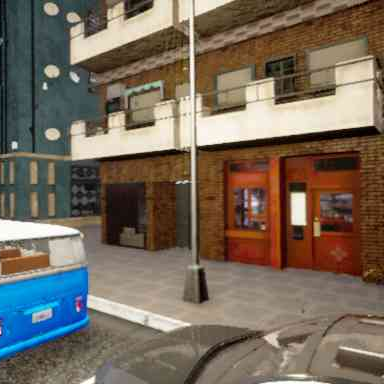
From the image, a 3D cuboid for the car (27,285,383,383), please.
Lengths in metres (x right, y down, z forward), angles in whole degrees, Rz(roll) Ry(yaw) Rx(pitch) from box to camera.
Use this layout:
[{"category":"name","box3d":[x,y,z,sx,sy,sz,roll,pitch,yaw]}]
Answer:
[{"category":"car","box3d":[1.128,1.551,2.084,4.403,1.369,2.008,0,-1,36]}]

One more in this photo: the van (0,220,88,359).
[{"category":"van","box3d":[-3.413,1.340,5.325,3.998,1.788,1.690,0,-1,36]}]
